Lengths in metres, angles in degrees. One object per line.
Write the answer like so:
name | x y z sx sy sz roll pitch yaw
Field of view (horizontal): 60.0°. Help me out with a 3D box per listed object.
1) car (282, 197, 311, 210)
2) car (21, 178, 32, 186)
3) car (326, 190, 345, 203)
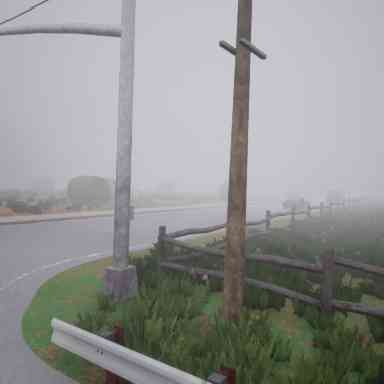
car | 11.204 1.211 35.205 1.895 1.301 4.718 3 2 33
car | -39.114 -2.288 79.214 1.905 1.878 3.866 8 2 -13
car | 23.027 0.787 53.242 2.150 2.045 5.566 3 1 33
